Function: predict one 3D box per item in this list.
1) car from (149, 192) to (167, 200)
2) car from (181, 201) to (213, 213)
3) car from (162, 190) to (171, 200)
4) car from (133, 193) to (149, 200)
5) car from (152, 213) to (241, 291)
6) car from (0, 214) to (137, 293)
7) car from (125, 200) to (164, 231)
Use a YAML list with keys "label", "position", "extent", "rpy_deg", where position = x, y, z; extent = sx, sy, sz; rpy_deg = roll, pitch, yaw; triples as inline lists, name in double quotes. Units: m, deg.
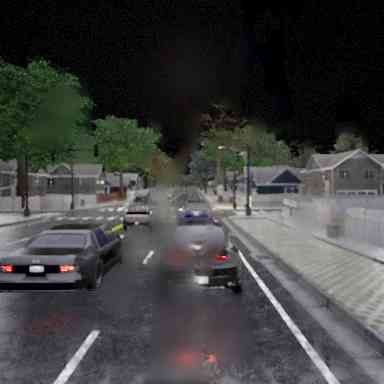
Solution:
- label: "car"
  position: [-6.110, 1.259, 60.148]
  extent: [1.812, 1.442, 4.674]
  rpy_deg: [0, 1, 1]
- label: "car"
  position: [0.348, 1.351, 22.216]
  extent: [2.097, 1.767, 4.553]
  rpy_deg: [0, 0, 2]
- label: "car"
  position: [-5.944, 0.673, 75.685]
  extent: [2.150, 2.045, 5.566]
  rpy_deg: [0, 1, 0]
- label: "car"
  position: [-9.361, 1.298, 60.176]
  extent: [1.994, 1.385, 4.181]
  rpy_deg: [0, 1, 1]
- label: "car"
  position: [0.191, 1.526, 9.052]
  extent: [1.837, 1.490, 4.892]
  rpy_deg: [0, 0, 0]
- label: "car"
  position: [-3.056, 1.571, 9.069]
  extent: [2.033, 1.411, 5.357]
  rpy_deg: [0, 0, 0]
- label: "car"
  position: [-2.982, 1.498, 20.602]
  extent: [2.128, 1.511, 4.902]
  rpy_deg: [0, 0, 1]
